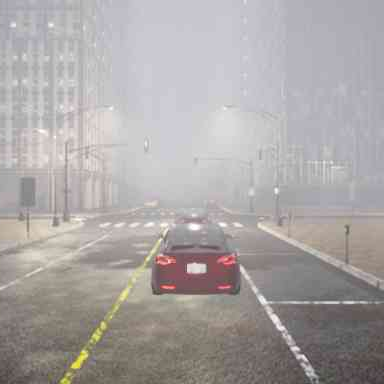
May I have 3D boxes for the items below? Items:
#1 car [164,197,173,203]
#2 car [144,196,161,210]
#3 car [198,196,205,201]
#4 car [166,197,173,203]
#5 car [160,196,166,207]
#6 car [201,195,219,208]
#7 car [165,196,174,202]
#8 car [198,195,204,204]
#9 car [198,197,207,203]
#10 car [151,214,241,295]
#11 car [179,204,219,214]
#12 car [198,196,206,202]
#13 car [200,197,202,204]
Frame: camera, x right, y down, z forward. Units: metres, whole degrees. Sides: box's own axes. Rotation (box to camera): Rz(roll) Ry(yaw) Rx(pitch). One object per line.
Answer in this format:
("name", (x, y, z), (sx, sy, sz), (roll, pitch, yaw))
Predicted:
("car", (-5.816, 1.871, 81.894), (2.008, 1.369, 4.403), (0, 0, 0))
("car", (-5.892, 1.744, 47.668), (1.752, 1.417, 4.829), (0, 0, 0))
("car", (2.547, 1.870, 93.421), (1.752, 1.417, 4.829), (0, 0, 0))
("car", (-5.807, 1.851, 76.218), (1.887, 1.381, 4.507), (0, 0, 0))
("car", (-5.870, 1.554, 53.518), (2.192, 1.841, 5.009), (0, 0, 0))
("car", (2.748, 1.658, 47.852), (1.967, 1.590, 4.097), (0, 0, 0))
("car", (-5.824, 1.884, 87.569), (2.008, 1.369, 4.403), (0, 0, 0))
("car", (2.584, 1.605, 70.553), (2.192, 1.841, 5.009), (0, 0, 0))
("car", (2.565, 1.864, 81.901), (1.887, 1.381, 4.507), (0, 0, 0))
("car", (0.083, 1.550, 8.841), (2.163, 1.488, 4.792), (0, 0, 0))
("car", (0.063, 1.595, 18.089), (2.163, 1.488, 4.792), (0, 0, 0))
("car", (2.555, 1.884, 87.575), (2.008, 1.369, 4.403), (0, 0, 0))
("car", (2.708, 1.789, 53.529), (2.008, 1.369, 4.403), (0, 0, 0))
